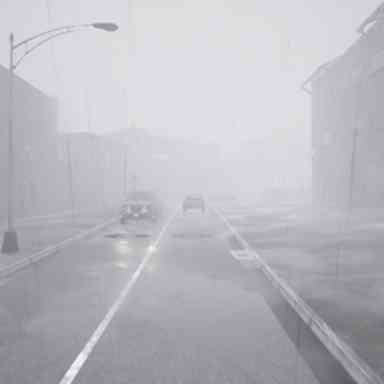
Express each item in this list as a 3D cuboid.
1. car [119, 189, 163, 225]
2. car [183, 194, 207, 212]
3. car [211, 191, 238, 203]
[{"bbox_3d":[-3.082,0.866,21.247,2.150,2.045,5.566,0,2,1],"label":"car"},{"bbox_3d":[0.230,0.895,29.397,2.128,1.511,4.902,0,1,2],"label":"car"},{"bbox_3d":[4.300,0.663,43.357,2.128,1.511,4.902,0,-1,36],"label":"car"}]
